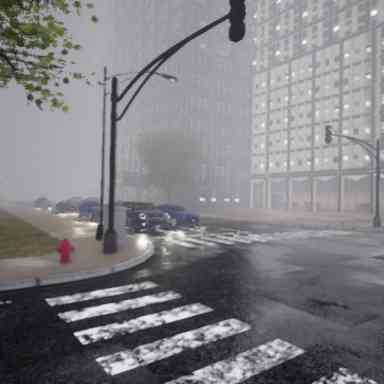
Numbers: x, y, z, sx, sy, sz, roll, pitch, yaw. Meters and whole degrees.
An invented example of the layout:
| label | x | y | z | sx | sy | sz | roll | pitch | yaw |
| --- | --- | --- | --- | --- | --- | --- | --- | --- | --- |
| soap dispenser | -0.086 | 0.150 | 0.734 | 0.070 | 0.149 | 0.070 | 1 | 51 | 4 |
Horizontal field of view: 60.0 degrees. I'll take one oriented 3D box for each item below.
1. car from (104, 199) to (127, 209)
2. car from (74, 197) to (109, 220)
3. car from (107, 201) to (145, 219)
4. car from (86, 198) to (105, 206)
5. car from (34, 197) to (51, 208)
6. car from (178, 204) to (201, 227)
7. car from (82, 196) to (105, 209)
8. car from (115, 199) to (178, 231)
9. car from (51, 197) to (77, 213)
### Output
| label | x | y | z | sx | sy | sz | roll | pitch | yaw |
| --- | --- | --- | --- | --- | --- | --- | --- | --- | --- |
| car | -11.934 | 1.798 | 51.712 | 1.812 | 1.442 | 4.674 | 2 | -1 | -34 |
| car | -8.217 | 1.501 | 28.274 | 1.882 | 1.535 | 5.008 | 2 | -1 | -34 |
| car | -6.289 | 1.633 | 31.240 | 1.812 | 1.442 | 4.674 | 2 | -1 | -33 |
| car | -17.458 | 1.795 | 60.051 | 1.812 | 1.442 | 4.674 | 2 | -1 | -34 |
| car | -22.240 | 1.545 | 49.601 | 1.812 | 1.442 | 4.674 | 2 | -1 | -33 |
| car | -1.274 | 1.586 | 23.677 | 1.882 | 1.535 | 5.008 | 2 | -1 | -33 |
| car | -15.113 | 1.541 | 50.676 | 2.097 | 1.767 | 4.553 | 2 | -1 | -33 |
| car | -3.119 | 1.377 | 20.587 | 2.097 | 1.767 | 4.553 | 2 | -1 | -33 |
| car | -13.687 | 1.585 | 36.544 | 1.994 | 1.385 | 4.181 | 2 | -1 | -33 |
